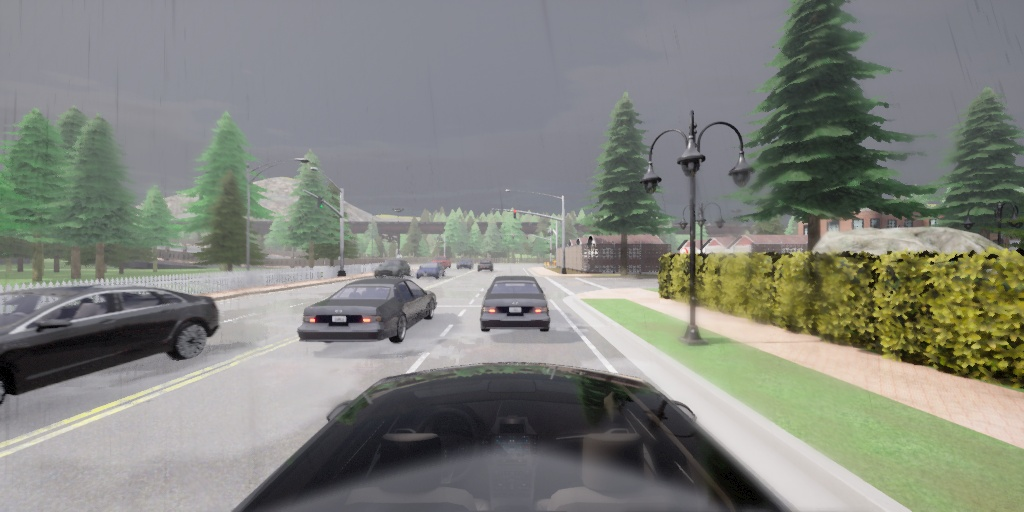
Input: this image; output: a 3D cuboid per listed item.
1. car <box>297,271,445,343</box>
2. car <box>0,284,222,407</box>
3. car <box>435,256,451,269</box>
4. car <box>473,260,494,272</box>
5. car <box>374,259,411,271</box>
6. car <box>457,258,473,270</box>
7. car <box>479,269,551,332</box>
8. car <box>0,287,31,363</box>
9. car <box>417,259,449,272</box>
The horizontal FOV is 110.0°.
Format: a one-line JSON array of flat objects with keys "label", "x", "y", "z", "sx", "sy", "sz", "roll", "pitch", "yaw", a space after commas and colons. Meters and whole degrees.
[{"label": "car", "x": -3.416, "y": 1.297, "z": 9.624, "sx": 2.033, "sy": 1.411, "sz": 5.357, "roll": 0, "pitch": 0, "yaw": 0}, {"label": "car", "x": -7.099, "y": 1.241, "z": 5.555, "sx": 2.128, "sy": 1.511, "sz": 4.902, "roll": 0, "pitch": 0, "yaw": 0}, {"label": "car", "x": -10.495, "y": 0.978, "z": 53.729, "sx": 2.150, "sy": 2.045, "sz": 5.566, "roll": 0, "pitch": 0, "yaw": 0}, {"label": "car", "x": -3.395, "y": 1.241, "z": 46.713, "sx": 2.128, "sy": 1.511, "sz": 4.902, "roll": 0, "pitch": 0, "yaw": 0}, {"label": "car", "x": -10.595, "y": 1.102, "z": 32.072, "sx": 2.097, "sy": 1.767, "sz": 4.553, "roll": 0, "pitch": 0, "yaw": 0}, {"label": "car", "x": -6.995, "y": 1.103, "z": 53.799, "sx": 2.097, "sy": 1.767, "sz": 4.553, "roll": 0, "pitch": 0, "yaw": 0}, {"label": "car", "x": 0.085, "y": 1.297, "z": 10.839, "sx": 2.033, "sy": 1.411, "sz": 5.357, "roll": 0, "pitch": 0, "yaw": 0}, {"label": "car", "x": -10.600, "y": 1.314, "z": 5.060, "sx": 1.994, "sy": 1.385, "sz": 4.181, "roll": 0, "pitch": 0, "yaw": 0}, {"label": "car", "x": -7.083, "y": 1.275, "z": 31.595, "sx": 1.812, "sy": 1.442, "sz": 4.674, "roll": 0, "pitch": 0, "yaw": 0}]
